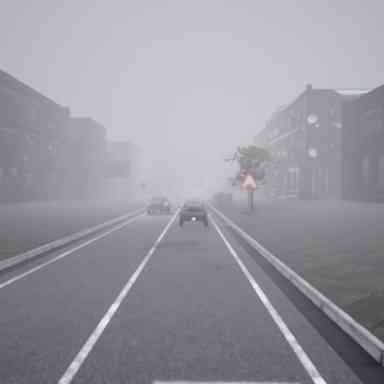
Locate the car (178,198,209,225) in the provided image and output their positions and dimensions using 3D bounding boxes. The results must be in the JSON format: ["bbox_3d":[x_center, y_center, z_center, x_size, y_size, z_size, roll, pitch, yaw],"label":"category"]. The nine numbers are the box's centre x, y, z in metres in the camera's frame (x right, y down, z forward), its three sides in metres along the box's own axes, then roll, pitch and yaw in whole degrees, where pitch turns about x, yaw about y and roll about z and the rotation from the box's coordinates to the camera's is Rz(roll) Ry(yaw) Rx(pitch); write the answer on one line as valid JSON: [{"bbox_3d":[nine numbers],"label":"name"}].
[{"bbox_3d":[0.103,1.403,23.095,1.837,1.490,4.892,0,0,0],"label":"car"}]

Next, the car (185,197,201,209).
[{"bbox_3d":[0.107,1.365,42.381,1.895,1.301,4.718,0,0,0],"label":"car"}]

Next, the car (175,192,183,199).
[{"bbox_3d":[-2.986,0.828,72.573,2.097,1.767,4.553,0,0,0],"label":"car"}]

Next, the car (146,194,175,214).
[{"bbox_3d":[-3.087,1.149,31.839,2.097,1.767,4.553,0,-1,0],"label":"car"}]
